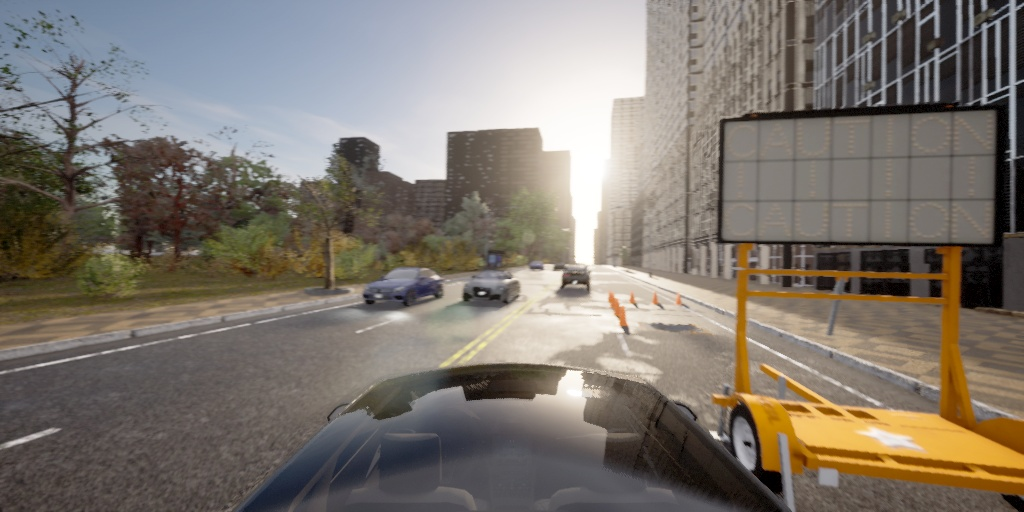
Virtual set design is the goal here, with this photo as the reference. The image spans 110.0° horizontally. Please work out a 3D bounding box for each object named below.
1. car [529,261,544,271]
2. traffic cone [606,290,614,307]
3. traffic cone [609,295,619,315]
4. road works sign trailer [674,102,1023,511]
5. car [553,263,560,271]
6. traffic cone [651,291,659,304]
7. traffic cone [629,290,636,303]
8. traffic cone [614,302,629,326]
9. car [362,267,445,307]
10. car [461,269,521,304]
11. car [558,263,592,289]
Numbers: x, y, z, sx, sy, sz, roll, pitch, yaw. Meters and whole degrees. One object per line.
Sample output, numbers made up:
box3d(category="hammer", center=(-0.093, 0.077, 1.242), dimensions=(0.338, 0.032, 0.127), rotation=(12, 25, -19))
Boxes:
box3d(category="car", center=(3.816, 1.494, 54.992), dimensions=(1.882, 1.535, 5.008), rotation=(1, 0, 12))
box3d(category="traffic cone", center=(4.177, 1.824, 14.839), dimensions=(0.340, 0.580, 0.340), rotation=(0, 0, 12))
box3d(category="traffic cone", center=(3.776, 1.810, 12.880), dimensions=(0.340, 0.580, 0.340), rotation=(0, 0, 12))
box3d(category="road works sign trailer", center=(3.325, 0.294, 3.785), dimensions=(2.380, 3.560, 2.880), rotation=(0, 0, 11))
box3d(category="car", center=(7.540, 1.720, 56.918), dimensions=(1.895, 1.301, 4.718), rotation=(1, 0, 12))
box3d(category="traffic cone", center=(6.537, 1.885, 16.397), dimensions=(0.340, 0.580, 0.340), rotation=(0, 0, 12))
box3d(category="traffic cone", center=(5.558, 1.862, 16.598), dimensions=(0.340, 0.580, 0.340), rotation=(0, 0, 12))
box3d(category="traffic cone", center=(3.374, 1.797, 10.921), dimensions=(0.340, 0.580, 0.340), rotation=(0, 0, 12))
box3d(category="car", center=(-4.364, 1.192, 15.247), dimensions=(1.812, 1.442, 4.674), rotation=(1, 0, 12))
box3d(category="car", center=(-0.818, 1.318, 16.365), dimensions=(1.994, 1.385, 4.181), rotation=(1, 0, 12))
box3d(category="car", center=(4.431, 1.409, 24.803), dimensions=(1.837, 1.490, 4.892), rotation=(1, 0, 12))
